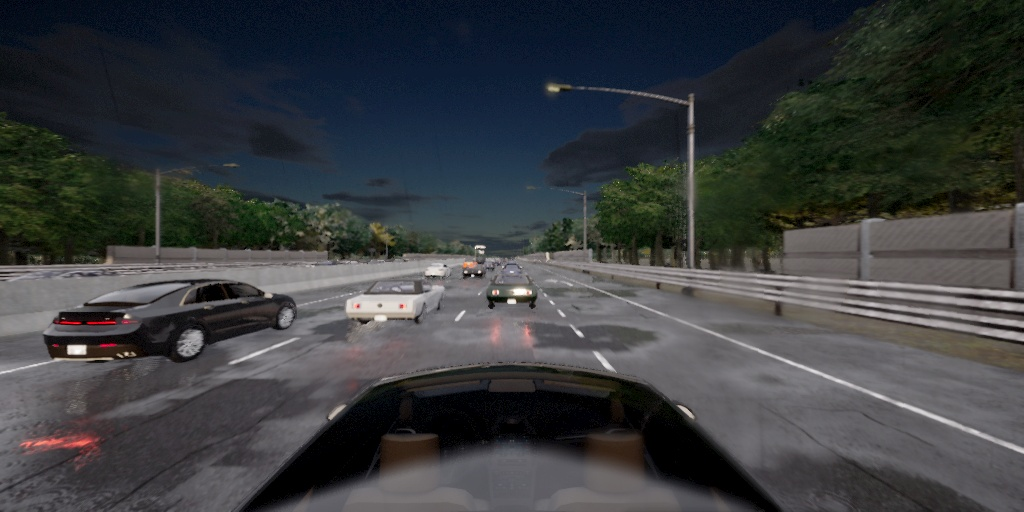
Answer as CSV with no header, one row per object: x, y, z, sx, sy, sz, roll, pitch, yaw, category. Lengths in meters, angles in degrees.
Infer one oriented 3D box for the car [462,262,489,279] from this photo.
-3.506,1.477,34.290,1.895,1.301,4.718,0,0,0,car

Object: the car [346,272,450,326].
-3.502,1.378,11.803,1.895,1.301,4.718,0,0,0,car

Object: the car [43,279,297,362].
-7.002,1.272,8.197,1.837,1.490,4.892,0,0,0,car

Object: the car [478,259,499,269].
-3.511,1.499,54.341,2.033,1.411,5.357,0,0,0,car

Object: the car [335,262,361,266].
-24.538,1.554,54.879,1.895,1.301,4.718,0,0,1,car

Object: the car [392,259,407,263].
-17.536,1.308,55.897,2.097,1.767,4.553,0,0,0,car

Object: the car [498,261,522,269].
-0.007,1.441,34.271,1.994,1.385,4.181,0,0,0,car

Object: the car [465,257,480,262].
-7.011,1.320,60.281,2.097,1.767,4.553,0,0,0,car

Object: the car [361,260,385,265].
-21.037,1.449,55.833,2.128,1.511,4.902,0,0,1,car

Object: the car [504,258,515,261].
-0.012,1.526,64.338,2.033,1.411,5.357,0,0,0,car

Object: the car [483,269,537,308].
-0.003,1.391,15.402,1.895,1.301,4.718,0,0,0,car

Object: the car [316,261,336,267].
-28.022,1.500,55.338,2.033,1.411,5.357,0,0,0,car

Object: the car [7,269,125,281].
-17.595,1.276,13.914,2.128,1.511,4.902,0,0,0,car

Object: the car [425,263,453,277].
-7.006,1.402,34.279,1.812,1.442,4.674,0,0,0,car
